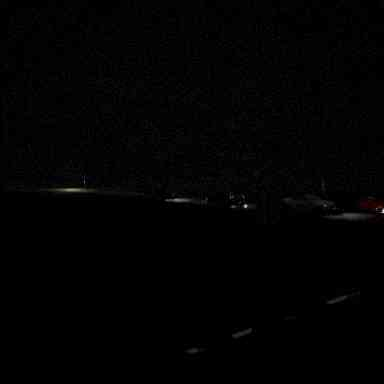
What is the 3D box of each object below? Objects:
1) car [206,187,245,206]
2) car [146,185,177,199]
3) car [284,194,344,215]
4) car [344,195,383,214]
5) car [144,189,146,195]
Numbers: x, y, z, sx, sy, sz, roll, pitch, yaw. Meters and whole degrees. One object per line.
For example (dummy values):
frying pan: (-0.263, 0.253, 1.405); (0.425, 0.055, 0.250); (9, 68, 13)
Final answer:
car: (3.510, 0.381, 35.139); (2.097, 1.767, 4.553); (-4, 4, -35)
car: (-3.860, 0.103, 45.564); (2.128, 1.511, 4.902); (-4, 4, -35)
car: (9.363, 0.892, 26.902); (1.812, 1.442, 4.674); (-4, 4, -35)
car: (13.756, 0.913, 25.917); (1.895, 1.301, 4.718); (-4, 4, -34)
car: (-5.964, -0.296, 53.520); (2.128, 1.511, 4.902); (-4, 4, -35)
